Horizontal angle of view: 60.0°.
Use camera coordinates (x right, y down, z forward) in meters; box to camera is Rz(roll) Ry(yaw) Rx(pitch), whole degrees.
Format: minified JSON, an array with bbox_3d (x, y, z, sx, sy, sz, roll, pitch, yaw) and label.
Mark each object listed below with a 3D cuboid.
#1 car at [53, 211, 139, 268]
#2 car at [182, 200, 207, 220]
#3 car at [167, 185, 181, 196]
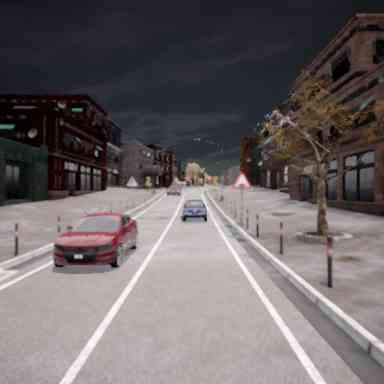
[{"bbox_3d":[-3.063,1.468,11.509,1.882,1.535,5.008,0,0,0],"label":"car"},{"bbox_3d":[0.183,1.282,25.441,2.033,1.411,5.357,-1,2,0],"label":"car"},{"bbox_3d":[-2.880,-0.293,53.243,2.097,1.767,4.553,0,3,1],"label":"car"}]
